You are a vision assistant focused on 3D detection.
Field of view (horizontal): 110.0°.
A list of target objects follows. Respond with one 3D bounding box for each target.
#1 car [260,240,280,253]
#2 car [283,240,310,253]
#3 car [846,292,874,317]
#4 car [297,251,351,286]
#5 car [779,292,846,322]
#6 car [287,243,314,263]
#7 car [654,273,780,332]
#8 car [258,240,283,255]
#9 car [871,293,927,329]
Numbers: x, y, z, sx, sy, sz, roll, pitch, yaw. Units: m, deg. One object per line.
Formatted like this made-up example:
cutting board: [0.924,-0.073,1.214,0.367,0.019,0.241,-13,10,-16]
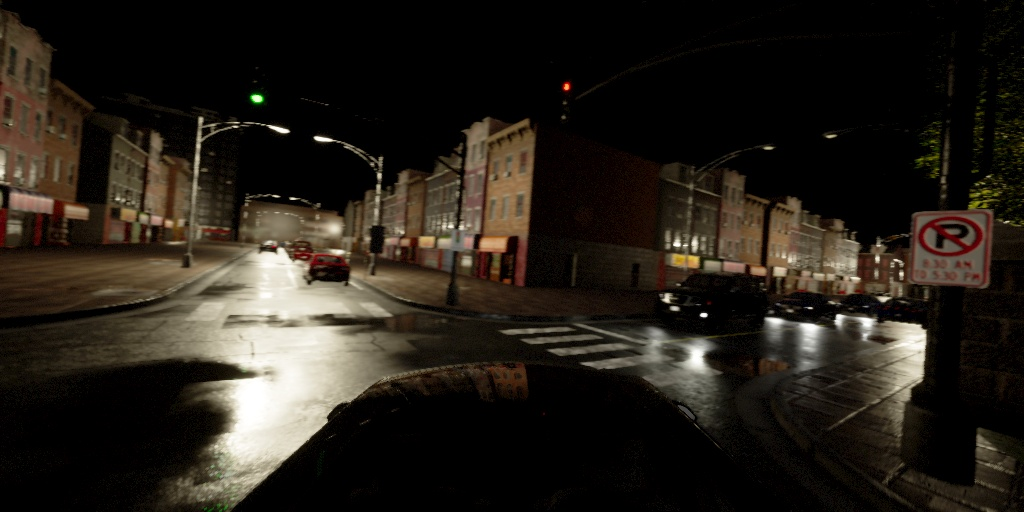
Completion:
car: [-33.338,-1.382,49.426,2.128,1.511,4.902,5,0,-33]
car: [-20.951,-0.588,35.335,2.192,1.841,5.009,0,0,-33]
car: [24.911,3.474,25.580,4.674,1.442,1.812,5,-1,-34]
car: [-8.986,0.581,17.198,1.888,1.381,4.507,0,0,-33]
car: [16.382,2.741,19.882,4.674,1.442,1.812,5,-1,-34]
car: [-17.960,-0.125,30.801,1.888,1.381,4.507,0,0,-33]
car: [8.134,1.722,14.357,5.566,2.045,2.150,5,-1,-34]
car: [-27.581,-0.942,40.718,2.128,1.511,4.902,5,0,-33]
car: [22.749,3.200,20.587,5.008,1.535,1.882,5,-1,-34]
